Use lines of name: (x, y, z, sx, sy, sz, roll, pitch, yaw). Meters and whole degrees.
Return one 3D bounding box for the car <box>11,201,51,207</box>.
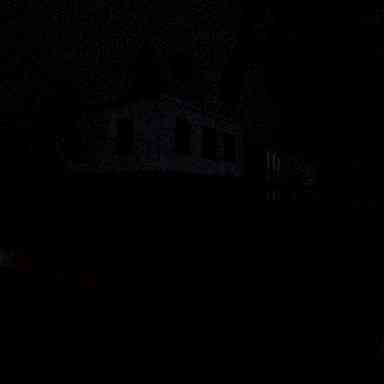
car: (-14.698, 1.528, 29.171, 2.033, 1.411, 5.357, 0, 0, 29)
